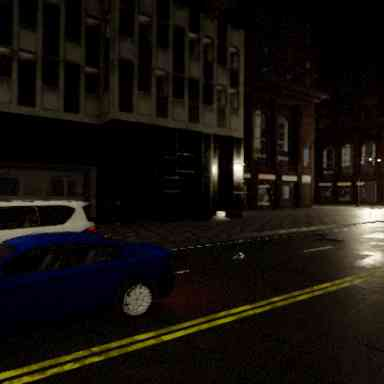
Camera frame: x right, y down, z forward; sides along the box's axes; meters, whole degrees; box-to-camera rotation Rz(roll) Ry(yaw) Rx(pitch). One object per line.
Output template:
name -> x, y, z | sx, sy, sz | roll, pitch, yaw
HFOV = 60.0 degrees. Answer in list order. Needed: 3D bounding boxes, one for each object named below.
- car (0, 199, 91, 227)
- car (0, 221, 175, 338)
car -> -5.088, 1.221, 8.040 | 5.566, 2.045, 2.150 | 0, 0, -36
car -> -2.670, 1.477, 5.772 | 5.008, 1.535, 1.882 | 0, 0, -36
